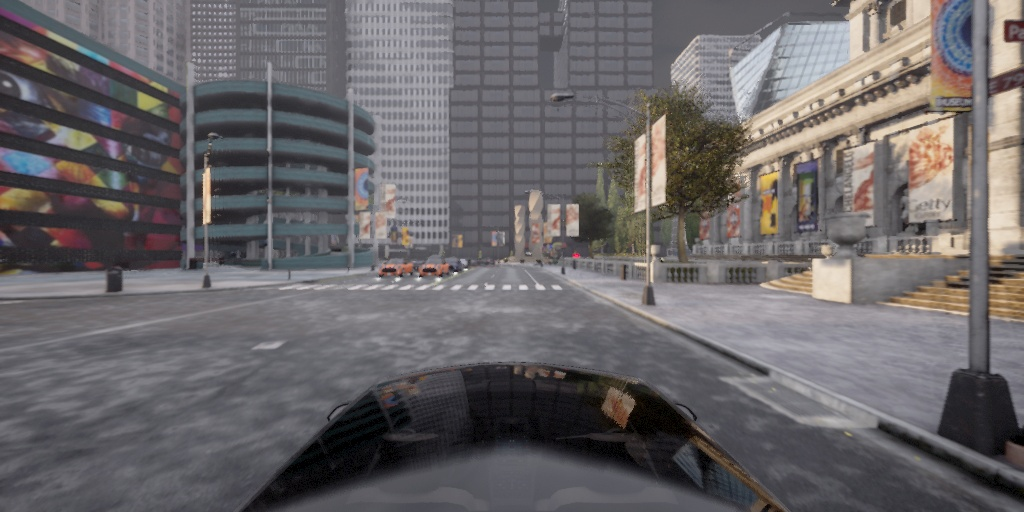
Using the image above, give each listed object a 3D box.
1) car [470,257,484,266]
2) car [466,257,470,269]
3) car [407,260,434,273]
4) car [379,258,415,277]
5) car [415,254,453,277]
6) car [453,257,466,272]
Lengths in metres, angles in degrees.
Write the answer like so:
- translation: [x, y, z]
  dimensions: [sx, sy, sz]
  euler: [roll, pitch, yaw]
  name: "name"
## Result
- translation: [-7.384, 0.978, 64.449]
  dimensions: [2.128, 1.511, 4.902]
  euler: [0, 0, -25]
  name: "car"
- translation: [-7.348, 1.065, 51.796]
  dimensions: [1.812, 1.442, 4.674]
  euler: [0, 0, -7]
  name: "car"
- translation: [-10.582, 1.145, 41.738]
  dimensions: [1.994, 1.385, 4.181]
  euler: [0, 0, 0]
  name: "car"
- translation: [-10.600, 0.969, 33.133]
  dimensions: [2.097, 1.767, 4.553]
  euler: [0, 0, 0]
  name: "car"
- translation: [-7.101, 0.969, 33.108]
  dimensions: [2.097, 1.767, 4.553]
  euler: [0, 0, 0]
  name: "car"
- translation: [-7.082, 0.932, 42.033]
  dimensions: [2.097, 1.767, 4.553]
  euler: [0, 0, 0]
  name: "car"
